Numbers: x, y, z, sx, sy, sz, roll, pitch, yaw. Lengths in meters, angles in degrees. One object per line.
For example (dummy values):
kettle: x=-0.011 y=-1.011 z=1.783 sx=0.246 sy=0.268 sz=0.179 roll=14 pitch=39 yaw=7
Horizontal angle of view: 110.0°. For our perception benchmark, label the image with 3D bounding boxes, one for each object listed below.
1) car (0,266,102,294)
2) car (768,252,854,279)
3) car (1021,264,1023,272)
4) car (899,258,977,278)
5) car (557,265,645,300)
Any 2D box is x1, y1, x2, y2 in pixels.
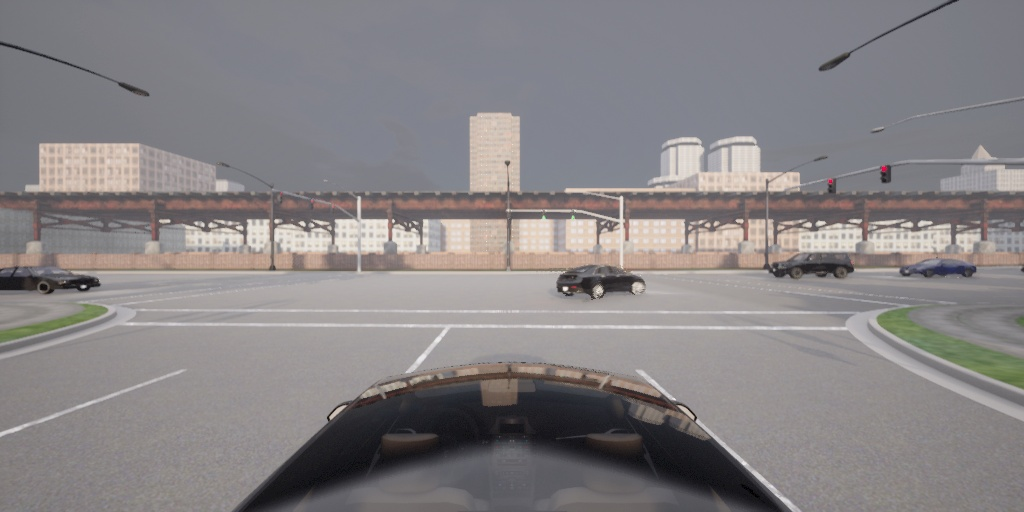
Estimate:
car: x=-25.283 y=1.233 z=19.024 sx=5.357 sy=1.411 sz=2.033 roll=0 pitch=0 yaw=2
car: x=23.580 y=0.727 z=28.350 sx=5.566 sy=2.045 sz=2.150 roll=-1 pitch=0 yaw=3
car: x=42.823 y=0.728 z=27.824 sx=4.902 sy=1.511 sz=2.128 roll=-1 pitch=0 yaw=2
car: x=33.338 y=0.915 z=28.096 sx=4.674 sy=1.442 sz=1.812 roll=-1 pitch=0 yaw=2
car: x=4.328 y=1.169 z=17.105 sx=4.892 sy=1.490 sz=1.837 roll=0 pitch=-3 yaw=-35
